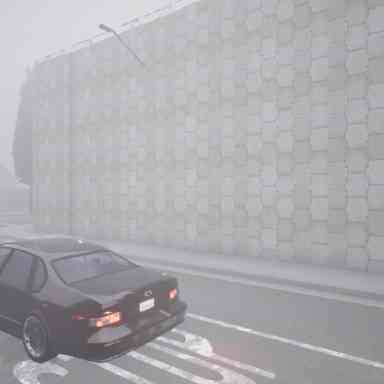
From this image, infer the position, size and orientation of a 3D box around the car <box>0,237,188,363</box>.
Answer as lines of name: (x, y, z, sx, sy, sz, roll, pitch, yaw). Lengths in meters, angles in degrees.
car: (-2.648, 1.547, 5.865, 5.357, 1.411, 2.033, 0, 0, 35)
